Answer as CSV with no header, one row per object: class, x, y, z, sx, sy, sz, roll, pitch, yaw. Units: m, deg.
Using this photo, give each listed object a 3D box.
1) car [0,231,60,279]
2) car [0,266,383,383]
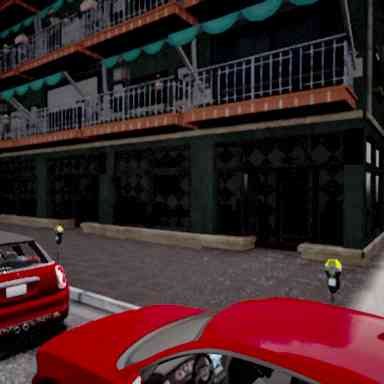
car,-3.995,1.366,5.722,4.097,1.590,1.967,1,0,35
car,0.595,1.535,2.453,4.507,1.381,1.887,1,0,35
